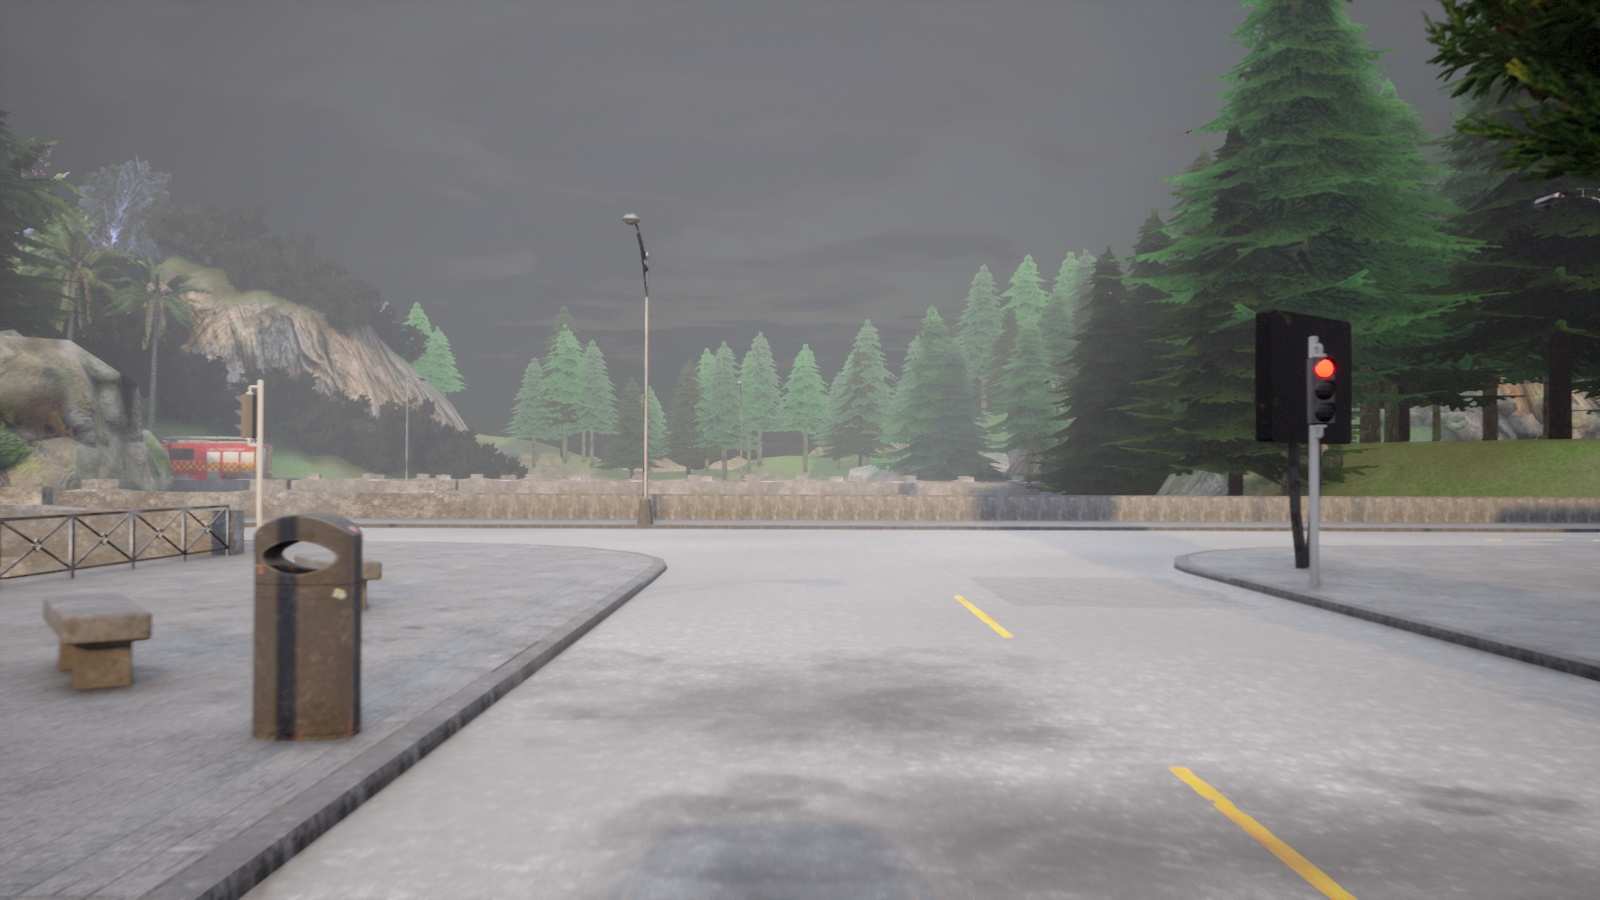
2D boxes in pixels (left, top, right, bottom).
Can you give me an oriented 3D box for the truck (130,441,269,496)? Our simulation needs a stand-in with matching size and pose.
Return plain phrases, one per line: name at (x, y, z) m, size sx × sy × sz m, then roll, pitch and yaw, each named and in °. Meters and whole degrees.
truck at (-42.493, 1.313, 89.083) m, size 8.468 × 3.827 × 2.891 m, roll 0°, pitch -1°, yaw 0°
